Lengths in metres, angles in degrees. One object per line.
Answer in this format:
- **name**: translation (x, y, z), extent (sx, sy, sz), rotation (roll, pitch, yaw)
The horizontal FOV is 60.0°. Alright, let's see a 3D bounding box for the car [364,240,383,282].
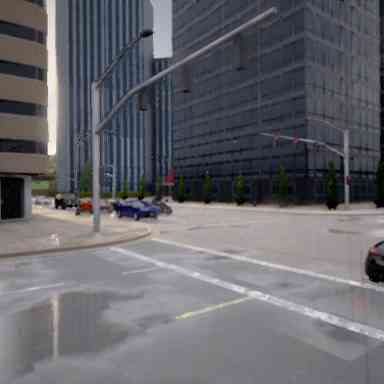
- **car**: translation (6.121, 1.493, 8.239), extent (4.181, 1.385, 1.994), rotation (0, 0, -36)

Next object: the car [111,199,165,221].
- **car**: translation (-4.515, 1.426, 27.137), extent (1.882, 1.535, 5.008), rotation (-1, 0, -36)

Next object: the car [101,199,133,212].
- **car**: translation (-8.780, 1.522, 38.846), extent (1.895, 1.301, 4.718), rotation (-1, 0, -36)

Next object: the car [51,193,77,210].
- **car**: translation (-16.027, 1.182, 42.795), extent (2.150, 2.045, 5.566), rotation (-1, 0, -36)

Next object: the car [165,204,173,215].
- **car**: translation (-3.591, 1.479, 31.789), extent (1.994, 1.385, 4.181), rotation (-1, 0, -36)

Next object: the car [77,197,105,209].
- **car**: translation (-13.961, 1.474, 45.898), extent (2.033, 1.411, 5.357), rotation (-1, 0, -36)

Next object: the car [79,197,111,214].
- **car**: translation (-9.883, 1.306, 34.443), extent (2.097, 1.767, 4.553), rotation (-1, 0, -36)

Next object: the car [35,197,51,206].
- **car**: translation (-24.161, 1.494, 53.989), extent (1.812, 1.442, 4.674), rotation (-1, 0, -36)
